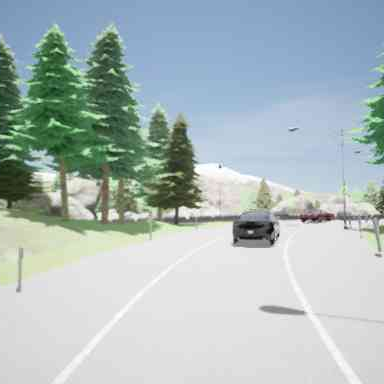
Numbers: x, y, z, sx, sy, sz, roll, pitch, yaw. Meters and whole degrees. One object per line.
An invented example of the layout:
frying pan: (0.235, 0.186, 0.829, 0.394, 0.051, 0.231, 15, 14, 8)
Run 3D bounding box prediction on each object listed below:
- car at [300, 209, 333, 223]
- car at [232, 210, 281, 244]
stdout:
car: (12.412, 2.374, 32.924, 1.895, 1.301, 4.718, -4, -5, 39)
car: (3.351, 1.652, 16.830, 1.882, 1.535, 5.008, -2, -2, 19)
